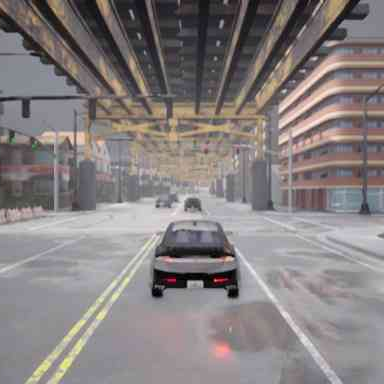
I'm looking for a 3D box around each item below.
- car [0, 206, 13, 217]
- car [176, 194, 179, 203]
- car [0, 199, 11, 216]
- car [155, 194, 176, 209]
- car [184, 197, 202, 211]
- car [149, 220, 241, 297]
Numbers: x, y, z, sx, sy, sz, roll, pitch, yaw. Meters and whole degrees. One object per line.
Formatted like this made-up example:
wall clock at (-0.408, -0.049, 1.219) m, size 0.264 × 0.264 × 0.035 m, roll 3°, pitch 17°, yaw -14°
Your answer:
car at (-16.769, 1.365, 25.953) m, size 4.974 × 1.542 × 2.038 m, roll 0°, pitch 0°, yaw -20°
car at (-3.565, 1.116, 61.676) m, size 2.097 × 1.767 × 4.553 m, roll 0°, pitch 0°, yaw 0°
car at (-16.817, 1.208, 25.935) m, size 4.536 × 1.218 × 1.853 m, roll 0°, pitch 0°, yaw -20°
car at (-3.602, 1.349, 42.470) m, size 2.128 × 1.511 × 4.902 m, roll 0°, pitch 0°, yaw 0°
car at (0.089, 1.374, 38.797) m, size 1.837 × 1.490 × 4.892 m, roll 0°, pitch 0°, yaw 0°
car at (0.071, 1.463, 8.478) m, size 2.128 × 1.511 × 4.902 m, roll 0°, pitch 0°, yaw 0°
